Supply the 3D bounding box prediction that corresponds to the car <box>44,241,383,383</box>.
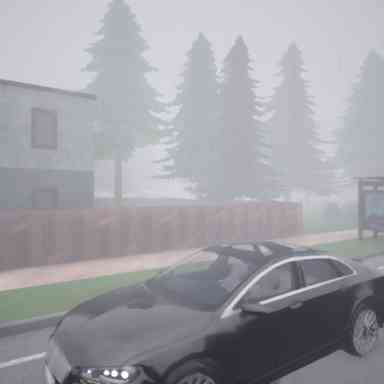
[{"bbox_3d":[0.703,1.490,4.472,4.902,1.511,2.128,0,0,-34],"label":"car"}]
